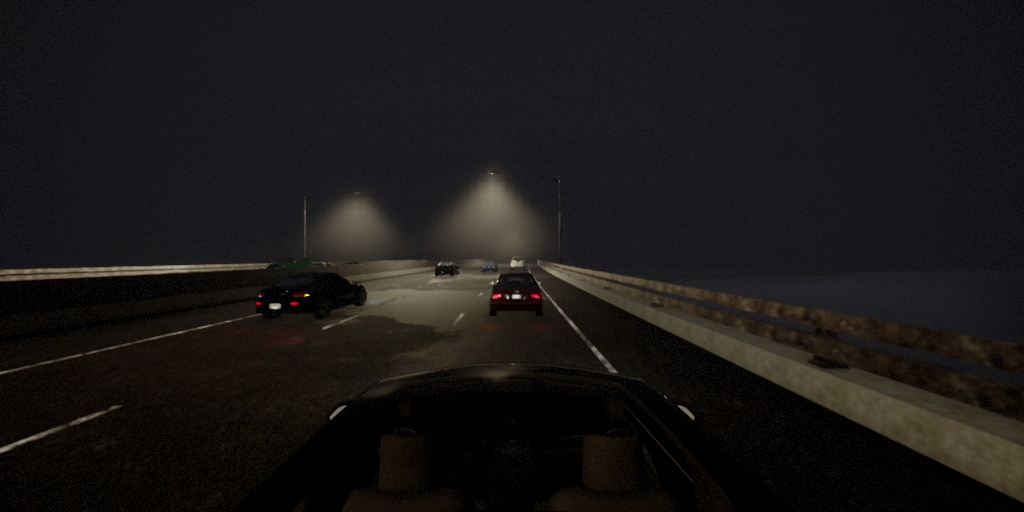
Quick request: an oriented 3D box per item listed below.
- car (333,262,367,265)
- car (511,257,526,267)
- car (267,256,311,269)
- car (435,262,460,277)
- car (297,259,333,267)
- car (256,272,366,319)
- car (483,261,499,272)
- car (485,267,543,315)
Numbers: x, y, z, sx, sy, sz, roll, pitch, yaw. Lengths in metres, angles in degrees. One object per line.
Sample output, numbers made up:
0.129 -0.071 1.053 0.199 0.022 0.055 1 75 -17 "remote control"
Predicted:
-17.082 1.401 39.135 1.837 1.490 4.892 0 0 1 "car"
0.982 1.120 56.014 2.150 2.045 5.566 0 0 2 "car"
-24.081 1.069 39.243 2.150 2.045 5.566 0 0 1 "car"
-6.533 1.324 36.462 2.128 1.511 4.902 0 0 1 "car"
-20.595 1.366 38.691 1.812 1.442 4.674 0 0 1 "car"
-6.856 1.295 12.712 1.812 1.442 4.674 0 0 0 "car"
-2.788 1.413 47.173 2.033 1.411 5.357 0 0 2 "car"
0.151 1.321 13.720 2.033 1.411 5.357 0 0 0 "car"
